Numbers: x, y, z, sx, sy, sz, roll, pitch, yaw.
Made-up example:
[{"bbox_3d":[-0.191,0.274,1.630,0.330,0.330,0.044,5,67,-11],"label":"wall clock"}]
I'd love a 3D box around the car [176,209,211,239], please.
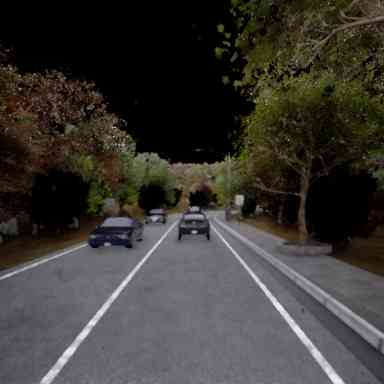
[{"bbox_3d":[0.124,2.002,20.429,1.837,1.490,4.892,0,-2,0],"label":"car"}]

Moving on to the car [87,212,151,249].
[{"bbox_3d":[-3.550,1.914,16.639,2.033,1.411,5.357,0,-2,0],"label":"car"}]

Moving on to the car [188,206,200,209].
[{"bbox_3d":[0.411,2.805,44.691,1.882,1.535,5.008,0,-2,3],"label":"car"}]

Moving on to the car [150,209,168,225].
[{"bbox_3d":[-3.462,2.428,33.200,2.128,1.511,4.902,0,-2,0],"label":"car"}]

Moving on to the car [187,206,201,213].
[{"bbox_3d":[0.418,3.677,70.713,1.882,1.535,5.008,1,-2,14],"label":"car"}]
